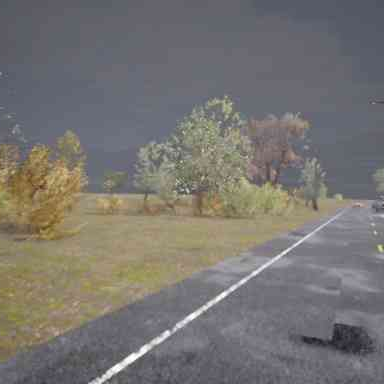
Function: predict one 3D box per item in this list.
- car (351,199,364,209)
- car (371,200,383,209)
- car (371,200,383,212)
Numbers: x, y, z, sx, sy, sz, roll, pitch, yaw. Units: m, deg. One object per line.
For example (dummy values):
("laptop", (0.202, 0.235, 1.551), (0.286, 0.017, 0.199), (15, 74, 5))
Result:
("car", (33.141, 2.430, 66.596), (2.097, 1.767, 4.553), (0, -1, 27))
("car", (36.026, 2.413, 64.555), (2.097, 1.767, 4.553), (0, -1, 27))
("car", (29.439, 2.338, 51.587), (2.128, 1.511, 4.902), (0, -1, 27))
